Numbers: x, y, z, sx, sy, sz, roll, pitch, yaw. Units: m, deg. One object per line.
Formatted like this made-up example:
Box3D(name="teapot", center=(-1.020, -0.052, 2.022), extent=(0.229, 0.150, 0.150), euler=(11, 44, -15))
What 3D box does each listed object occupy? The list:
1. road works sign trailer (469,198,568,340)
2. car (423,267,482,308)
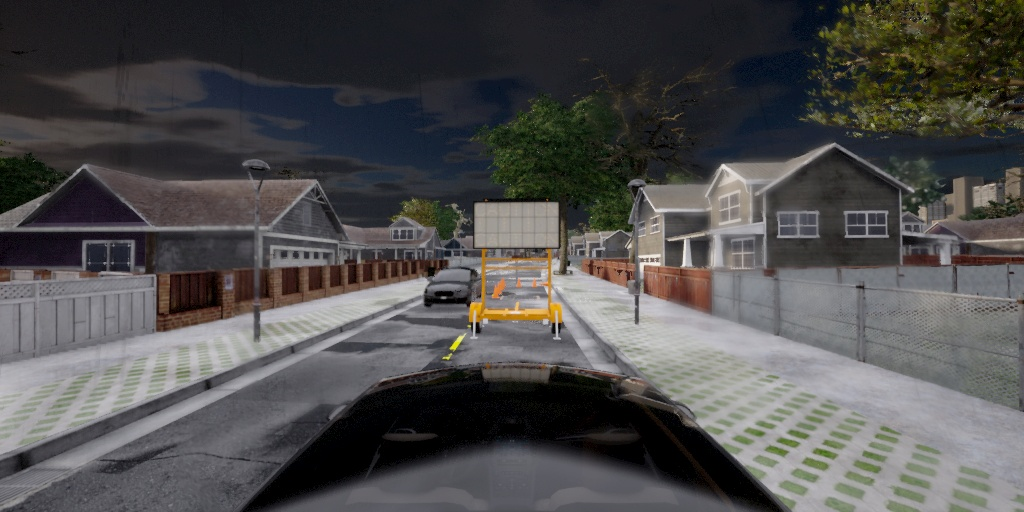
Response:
Box3D(name="road works sign trailer", center=(0.132, 0.211, 10.011), extent=(2.380, 3.560, 2.880), euler=(0, 0, 2))
Box3D(name="car", center=(-2.368, 1.245, 15.346), extent=(1.837, 1.490, 4.892), euler=(0, 0, 2))
